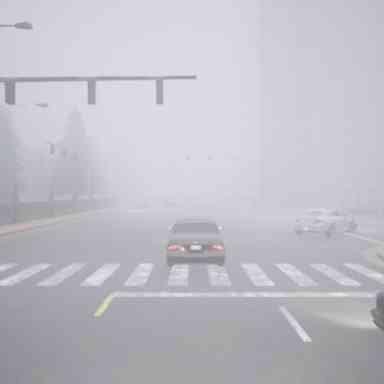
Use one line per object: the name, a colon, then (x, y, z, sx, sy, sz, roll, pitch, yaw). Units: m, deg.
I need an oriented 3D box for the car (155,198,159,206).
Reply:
car: (-6.900, 1.677, 57.699, 1.994, 1.385, 4.181, 0, 0, 1)

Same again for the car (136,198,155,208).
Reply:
car: (-7.005, 1.696, 48.890, 1.895, 1.301, 4.718, 0, 0, 0)

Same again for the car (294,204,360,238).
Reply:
car: (7.304, 1.611, 18.265, 1.812, 1.442, 4.674, -1, -1, 44)

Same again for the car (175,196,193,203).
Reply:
car: (-1.785, 1.629, 76.905, 1.882, 1.535, 5.008, 0, 0, 30)

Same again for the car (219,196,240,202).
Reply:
car: (8.452, 1.681, 78.881, 2.128, 1.511, 4.902, 0, 0, 44)

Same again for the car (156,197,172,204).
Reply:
car: (-5.670, 1.733, 67.550, 1.895, 1.301, 4.718, 0, 0, 12)

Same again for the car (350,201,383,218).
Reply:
car: (15.416, 1.609, 30.567, 4.902, 1.511, 2.128, 0, 0, 0)

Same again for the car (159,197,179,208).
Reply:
car: (-3.494, 1.579, 51.807, 1.882, 1.535, 5.008, 0, 0, 1)

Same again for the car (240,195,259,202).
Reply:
car: (13.476, 1.696, 78.720, 5.357, 1.411, 2.033, 0, 0, -37)

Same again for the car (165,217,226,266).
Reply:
car: (0.112, 1.571, 11.596, 2.033, 1.411, 5.357, 0, 0, 0)

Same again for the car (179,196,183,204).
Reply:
car: (-3.177, 1.626, 61.932, 1.837, 1.490, 4.892, 0, 0, 3)

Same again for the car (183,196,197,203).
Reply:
car: (-0.487, 1.736, 71.798, 1.895, 1.301, 4.718, 0, 0, 21)

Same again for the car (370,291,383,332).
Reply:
car: (3.613, 1.553, 2.574, 2.033, 1.411, 5.357, 0, 0, 0)

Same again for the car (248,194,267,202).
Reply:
car: (16.745, 1.524, 84.916, 4.553, 1.767, 2.097, 0, 0, -24)
